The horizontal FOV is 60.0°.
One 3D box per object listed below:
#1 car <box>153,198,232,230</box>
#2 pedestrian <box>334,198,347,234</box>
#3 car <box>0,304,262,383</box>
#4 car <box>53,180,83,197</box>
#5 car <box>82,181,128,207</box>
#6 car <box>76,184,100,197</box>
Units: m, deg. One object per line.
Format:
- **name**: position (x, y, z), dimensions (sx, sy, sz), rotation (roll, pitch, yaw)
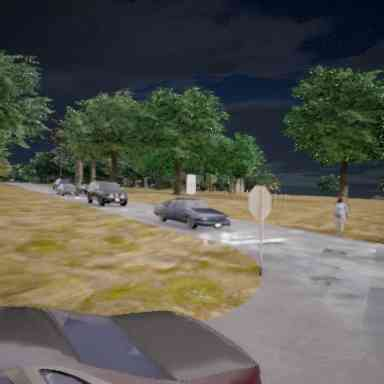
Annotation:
- **car**: position (-0.182, 1.046, 17.757), dimensions (2.033, 1.411, 5.357), rotation (2, 1, -33)
- **pedestrian**: position (7.722, 1.218, 17.312), dimensions (0.375, 1.860, 0.375), rotation (5, -3, -33)
- **car**: position (-1.934, 1.535, 1.790), dimensions (5.357, 1.411, 2.033), rotation (1, 0, -33)
- **car**: position (-15.301, -0.256, 40.978), dimensions (1.837, 1.490, 4.892), rotation (2, 3, -33)
- **car**: position (-7.408, 0.111, 28.868), dimensions (2.150, 2.045, 5.566), rotation (3, 2, -33)
- **car**: position (-14.072, -0.263, 44.877), dimensions (1.837, 1.490, 4.892), rotation (2, 1, -33)
